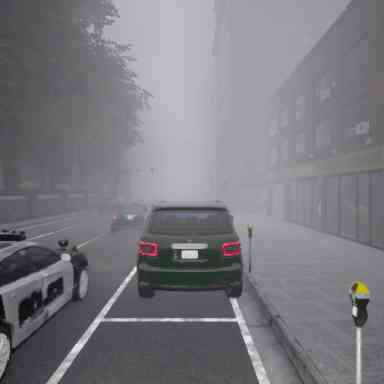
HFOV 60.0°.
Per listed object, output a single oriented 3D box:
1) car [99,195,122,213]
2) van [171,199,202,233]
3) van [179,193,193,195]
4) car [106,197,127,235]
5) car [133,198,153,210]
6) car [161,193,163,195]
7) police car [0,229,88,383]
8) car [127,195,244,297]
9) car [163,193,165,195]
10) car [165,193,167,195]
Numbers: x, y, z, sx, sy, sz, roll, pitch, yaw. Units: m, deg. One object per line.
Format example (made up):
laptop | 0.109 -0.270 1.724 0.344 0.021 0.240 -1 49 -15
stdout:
car | -8.815 1.291 36.940 2.192 1.841 5.009 0 0 0
van | -0.290 1.333 19.998 1.690 1.788 3.998 0 0 0
van | -0.290 1.317 36.980 1.690 1.788 3.998 0 0 0
car | -3.099 1.344 18.956 2.097 1.767 4.553 0 0 0
car | -6.195 1.494 42.181 1.812 1.442 4.674 0 0 0
car | -8.815 1.432 80.459 1.752 1.417 4.829 0 0 0
police car | -3.144 1.424 5.304 1.930 1.638 5.238 0 0 0
car | -0.039 1.218 8.679 2.150 2.045 5.566 0 0 0
car | -8.815 1.450 86.079 2.008 1.369 4.403 0 0 0
car | -8.815 1.438 91.530 1.887 1.381 4.507 0 0 0
